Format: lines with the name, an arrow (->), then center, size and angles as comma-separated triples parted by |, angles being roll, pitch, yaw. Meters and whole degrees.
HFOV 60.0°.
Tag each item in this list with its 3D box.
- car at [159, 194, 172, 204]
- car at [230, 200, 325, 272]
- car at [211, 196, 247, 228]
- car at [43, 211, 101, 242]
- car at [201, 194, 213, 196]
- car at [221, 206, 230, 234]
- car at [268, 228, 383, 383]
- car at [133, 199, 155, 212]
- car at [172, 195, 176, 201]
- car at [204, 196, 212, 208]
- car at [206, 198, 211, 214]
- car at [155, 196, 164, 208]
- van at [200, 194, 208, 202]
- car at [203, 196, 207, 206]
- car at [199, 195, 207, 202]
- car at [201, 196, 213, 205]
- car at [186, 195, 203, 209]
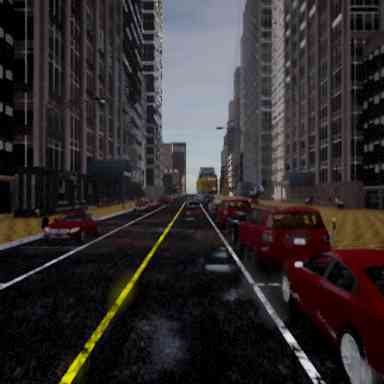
car -> -5.664, 1.380, 66.120 | 2.192, 1.841, 5.009 | 0, 0, 0
car -> 2.698, 1.326, 10.725 | 2.192, 1.841, 5.009 | 0, 0, 0
car -> 2.702, 1.337, 21.803 | 2.192, 1.841, 5.009 | 0, 0, 0
car -> -5.681, 1.599, 16.266 | 1.802, 1.307, 4.206 | 0, 0, 0
car -> 2.713, 1.370, 55.039 | 2.192, 1.841, 5.009 | 0, 0, 0
car -> 2.699, 1.583, 16.264 | 1.947, 1.339, 4.313 | 0, 0, 0
car -> 2.695, 1.550, 5.184 | 1.887, 1.381, 4.507 | 0, 0, 0
car -> -5.674, 1.622, 38.423 | 1.802, 1.307, 4.206 | 0, 0, 0
car -> -5.660, 1.625, 82.738 | 1.887, 1.381, 4.507 | 0, 0, 0
car -> 2.707, 1.564, 38.591 | 1.752, 1.417, 4.829 | 0, 0, 0
car -> 2.705, 1.584, 32.882 | 2.008, 1.369, 4.403 | 0, 0, 0
car -> -5.670, 1.632, 49.502 | 1.802, 1.307, 4.206 | 0, 0, 0
van -> 2.719, 1.416, 77.196 | 1.690, 1.788, 3.998 | 0, 0, 0
car -> 2.710, 1.615, 49.499 | 1.947, 1.339, 4.313 | 0, 0, 0
car -> 2.721, 1.520, 82.735 | 1.967, 1.590, 4.097 | 0, 0, 0
car -> 2.714, 1.500, 60.578 | 1.967, 1.590, 4.097 | 0, 0, 0
car -> 0.114, 1.537, 46.267 | 2.128, 1.511, 4.902 | 0, 0, 0
